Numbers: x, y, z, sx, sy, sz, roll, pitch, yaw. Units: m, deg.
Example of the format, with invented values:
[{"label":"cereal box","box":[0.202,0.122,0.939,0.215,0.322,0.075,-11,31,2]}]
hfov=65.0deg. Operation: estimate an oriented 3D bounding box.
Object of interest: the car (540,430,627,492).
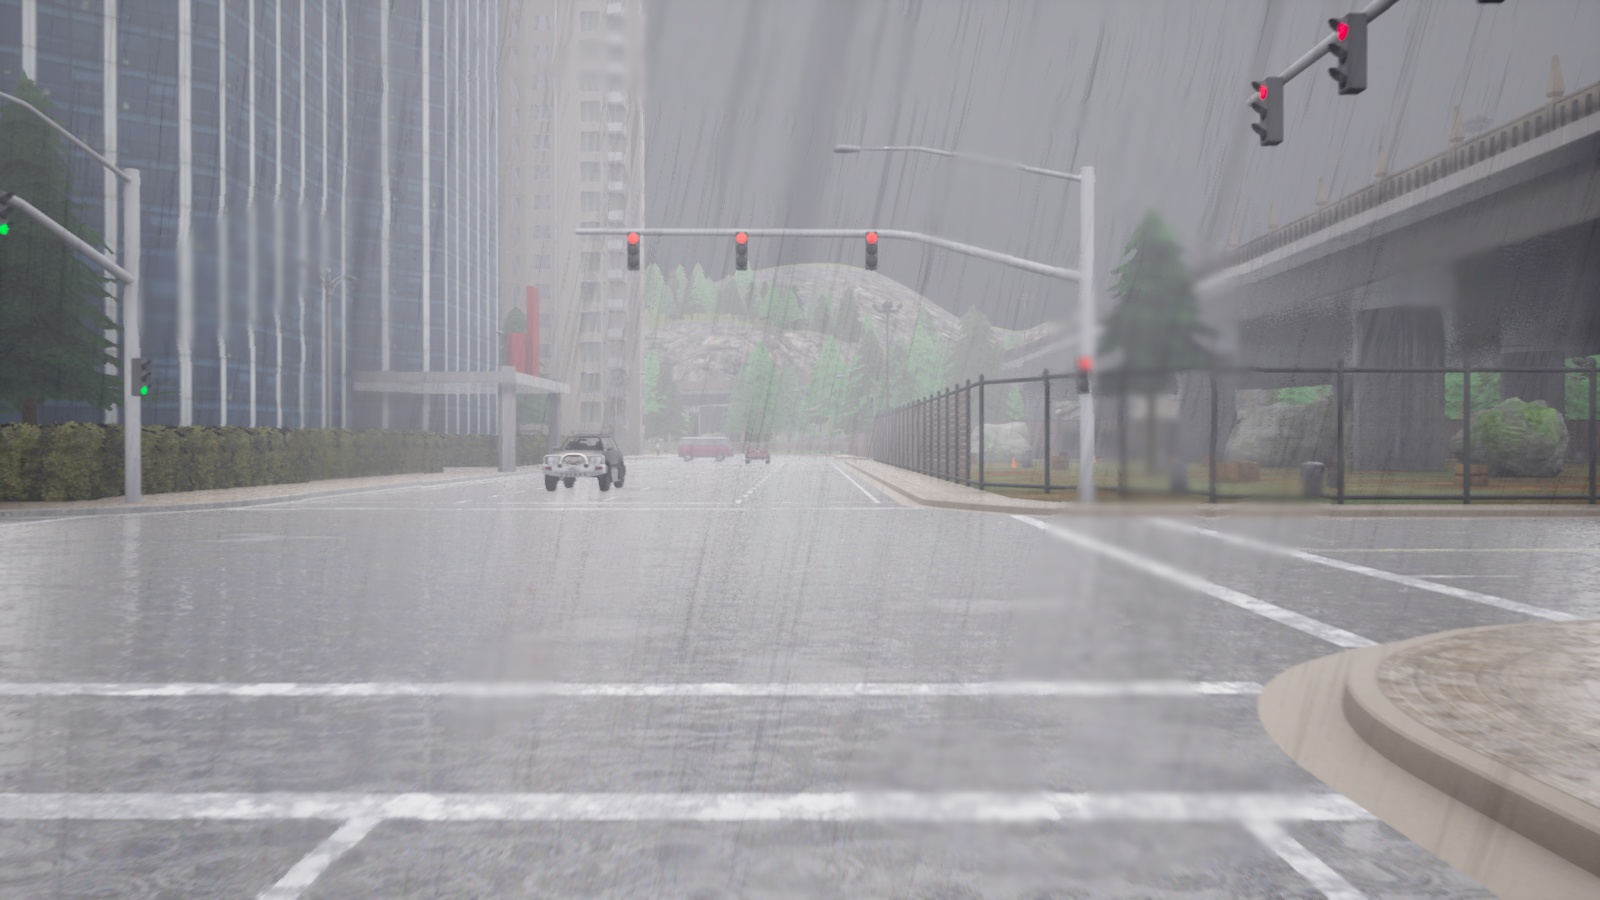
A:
[{"label":"car","box":[-6.759,0.318,39.634,1.932,1.855,4.605,0,0,0]}]

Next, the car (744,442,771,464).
[{"label":"car","box":[-2.983,0.186,88.885,1.789,1.549,3.705,0,0,0]}]
